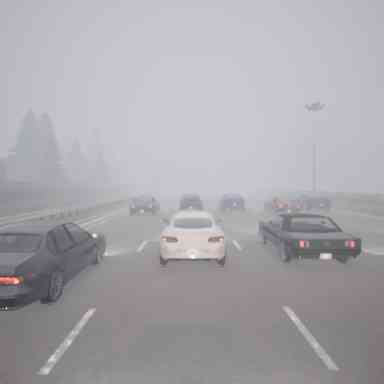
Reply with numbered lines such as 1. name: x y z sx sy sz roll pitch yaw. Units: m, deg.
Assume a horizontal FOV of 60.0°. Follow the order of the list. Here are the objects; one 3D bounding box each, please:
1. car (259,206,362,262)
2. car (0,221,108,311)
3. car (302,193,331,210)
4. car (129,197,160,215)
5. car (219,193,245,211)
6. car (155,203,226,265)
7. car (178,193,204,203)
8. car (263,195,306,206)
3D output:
1. car: 3.518 1.351 10.957 1.895 1.301 4.718 0 1 0
2. car: -3.480 1.376 7.680 2.033 1.411 5.357 0 1 0
3. car: 10.418 0.817 29.213 1.882 1.535 5.008 0 1 0
4. car: -3.569 1.024 25.903 1.895 1.301 4.718 0 1 0
5. car: 3.419 0.823 29.163 1.882 1.535 5.008 0 1 0
6. car: 0.016 1.288 10.535 1.812 1.442 4.674 0 1 0
7. car: -0.076 0.881 27.886 1.837 1.490 4.892 0 1 0
8. car: 6.930 1.014 25.974 1.895 1.301 4.718 0 1 0
